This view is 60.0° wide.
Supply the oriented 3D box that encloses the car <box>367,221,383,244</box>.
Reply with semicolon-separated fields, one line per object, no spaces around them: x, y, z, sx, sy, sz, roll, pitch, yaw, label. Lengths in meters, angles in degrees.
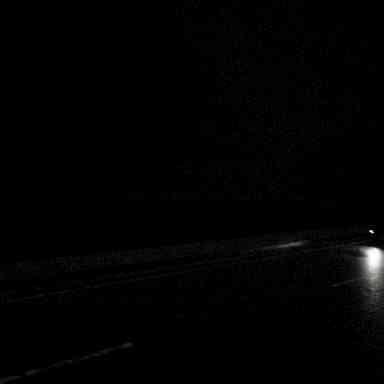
9.966;1.564;14.787;5.357;1.411;2.033;0;0;-36;car
